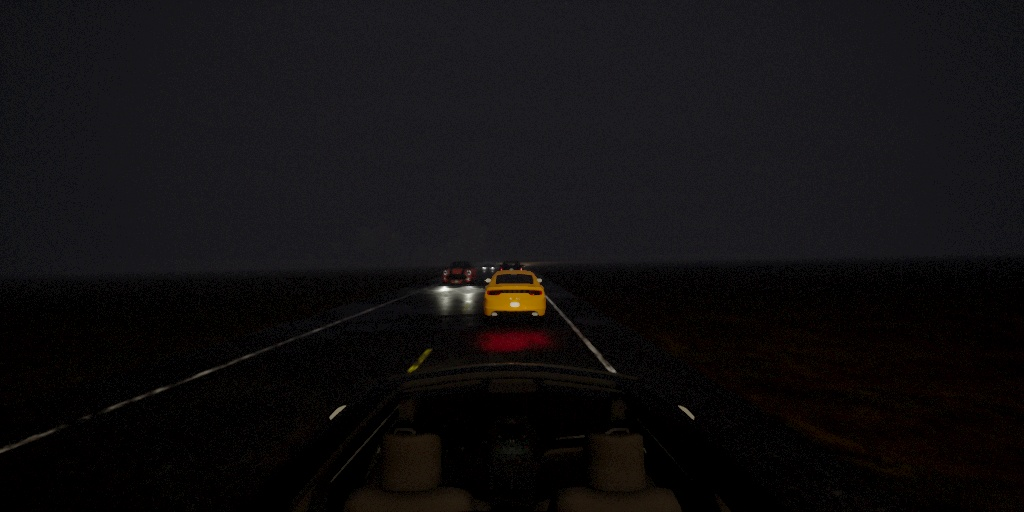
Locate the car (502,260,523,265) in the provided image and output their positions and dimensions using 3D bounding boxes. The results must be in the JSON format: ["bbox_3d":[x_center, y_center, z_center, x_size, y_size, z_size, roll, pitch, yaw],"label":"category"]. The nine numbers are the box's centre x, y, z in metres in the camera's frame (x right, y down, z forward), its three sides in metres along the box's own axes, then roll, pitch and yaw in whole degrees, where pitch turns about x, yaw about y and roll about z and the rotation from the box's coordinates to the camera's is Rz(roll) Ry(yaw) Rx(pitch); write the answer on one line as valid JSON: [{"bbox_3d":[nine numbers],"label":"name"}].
[{"bbox_3d":[-0.067,1.131,30.803,2.097,1.767,4.553,0,0,-1],"label":"car"}]

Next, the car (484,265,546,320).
[{"bbox_3d":[0.070,1.235,12.671,1.882,1.535,5.008,0,0,0],"label":"car"}]

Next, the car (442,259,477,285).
[{"bbox_3d":[-3.719,1.126,26.116,2.097,1.767,4.553,0,0,-1],"label":"car"}]
